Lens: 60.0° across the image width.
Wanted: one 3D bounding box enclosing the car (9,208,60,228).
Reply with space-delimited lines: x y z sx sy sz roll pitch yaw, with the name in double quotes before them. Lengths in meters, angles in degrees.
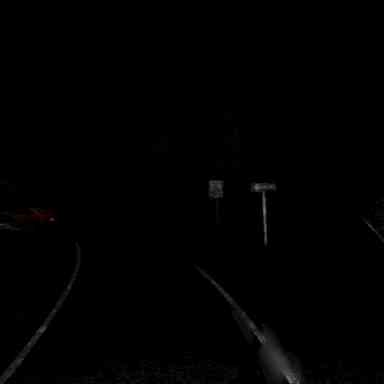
"car" -12.842 2.052 26.978 5.008 1.535 1.882 -3 -1 34
